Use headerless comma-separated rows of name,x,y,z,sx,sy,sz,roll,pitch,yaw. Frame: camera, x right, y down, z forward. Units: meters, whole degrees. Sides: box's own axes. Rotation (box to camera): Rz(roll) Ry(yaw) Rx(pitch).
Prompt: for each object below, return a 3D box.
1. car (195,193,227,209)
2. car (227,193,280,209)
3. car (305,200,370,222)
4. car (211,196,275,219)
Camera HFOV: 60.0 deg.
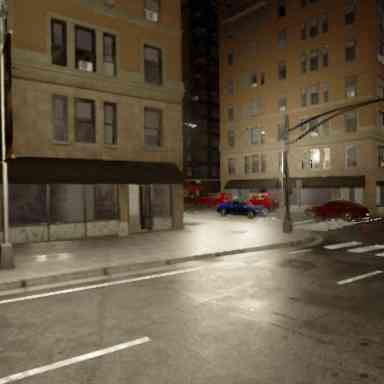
car,2.551,1.005,37.430,2.192,1.841,5.009,0,1,-44
car,6.384,1.046,33.475,2.192,1.841,5.009,0,1,-44
car,10.867,1.364,25.120,1.812,1.442,4.674,0,1,-39
car,4.109,1.368,27.524,1.812,1.442,4.674,-1,1,-43
